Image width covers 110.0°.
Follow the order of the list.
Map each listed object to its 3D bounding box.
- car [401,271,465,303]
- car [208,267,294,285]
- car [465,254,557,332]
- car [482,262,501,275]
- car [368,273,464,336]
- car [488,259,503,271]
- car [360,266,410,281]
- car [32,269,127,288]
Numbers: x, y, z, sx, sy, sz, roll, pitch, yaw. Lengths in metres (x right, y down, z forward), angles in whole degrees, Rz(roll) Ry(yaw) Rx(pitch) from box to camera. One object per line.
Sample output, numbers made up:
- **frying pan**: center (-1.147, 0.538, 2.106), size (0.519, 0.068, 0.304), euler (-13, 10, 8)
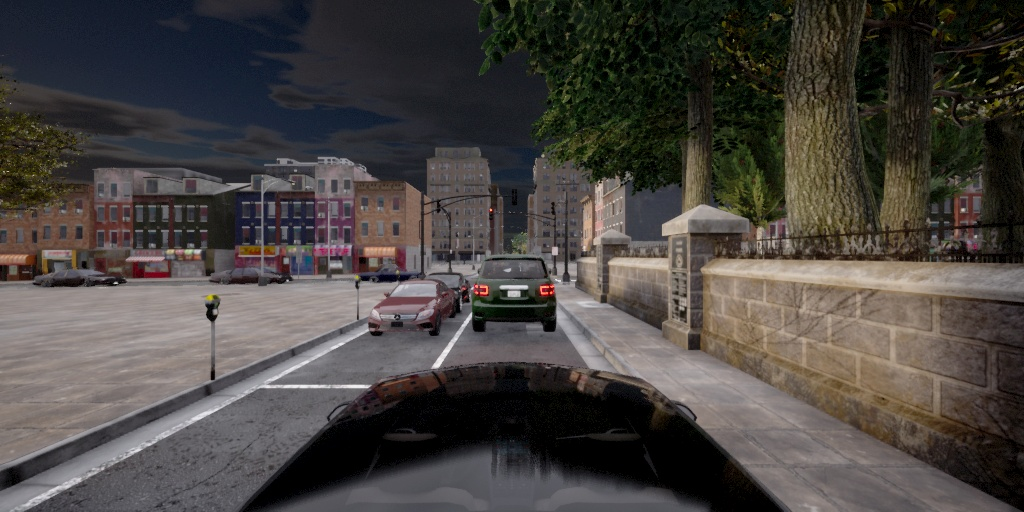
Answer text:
- **car**: center (-2.638, 1.315, 13.981), size (1.948, 1.339, 4.313), euler (0, 0, 0)
- **car**: center (-19.477, 1.496, 26.863), size (5.357, 1.411, 2.033), euler (-1, 0, 0)
- **car**: center (0.076, 0.971, 10.997), size (2.150, 2.045, 5.566), euler (0, 0, 1)
- **car**: center (-2.280, 1.342, 40.767), size (1.895, 1.301, 4.718), euler (0, 0, 0)
- **car**: center (-2.638, 1.331, 10.318), size (1.802, 1.307, 4.207), euler (0, 0, 0)
- **car**: center (-2.294, 1.216, 51.180), size (1.882, 1.535, 5.008), euler (0, 0, 0)
- **car**: center (-8.685, 1.427, 26.899), size (4.718, 1.301, 1.895), euler (-1, 0, 0)
- **car**: center (-32.287, 1.687, 26.822), size (5.357, 1.411, 2.033), euler (-1, 0, 0)
